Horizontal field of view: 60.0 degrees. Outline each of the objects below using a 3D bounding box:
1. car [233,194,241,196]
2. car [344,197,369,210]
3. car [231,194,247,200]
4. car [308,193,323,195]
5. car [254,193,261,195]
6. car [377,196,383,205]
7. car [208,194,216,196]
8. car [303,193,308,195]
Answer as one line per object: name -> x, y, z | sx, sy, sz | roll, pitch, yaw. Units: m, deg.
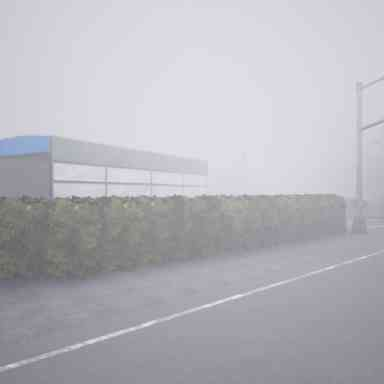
car -> 8.946, 1.298, 63.519 | 4.514, 1.523, 2.007 | 0, 0, -41
car -> 19.290, 1.340, 39.529 | 4.514, 1.523, 2.007 | 0, 0, -41
car -> 12.288, 1.232, 87.019 | 3.806, 1.475, 1.970 | 0, 0, -41
car -> 27.179, 1.097, 70.648 | 4.605, 1.855, 1.932 | 0, 0, -41
car -> 16.693, 1.154, 82.340 | 5.027, 1.636, 2.152 | 0, 0, -41
car -> 31.531, 1.384, 53.866 | 3.806, 1.475, 1.970 | 0, 0, -41
car -> 4.546, 1.298, 85.242 | 4.514, 1.523, 2.007 | 0, 0, -41
car -> 24.982, 1.077, 72.595 | 3.866, 1.878, 1.905 | 0, 0, -41
